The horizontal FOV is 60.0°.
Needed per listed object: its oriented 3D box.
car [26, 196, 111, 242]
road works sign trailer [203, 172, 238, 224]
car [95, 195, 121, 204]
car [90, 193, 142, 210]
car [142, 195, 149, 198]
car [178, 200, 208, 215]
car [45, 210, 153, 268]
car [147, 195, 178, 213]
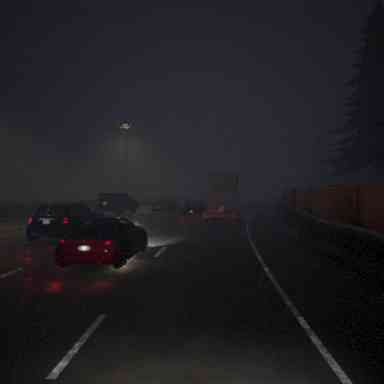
[{"bbox_3d":[-5.837,1.274,15.976,2.097,1.767,4.553,0,0,6],"label":"car"},{"bbox_3d":[2.132,0.367,24.185,2.380,3.560,2.880,0,0,12],"label":"road works sign trailer"},{"bbox_3d":[-14.283,1.239,56.686,1.837,1.490,4.892,0,1,20],"label":"car"},{"bbox_3d":[-6.937,1.078,31.164,2.150,2.045,5.566,0,0,12],"label":"car"},{"bbox_3d":[-8.652,1.252,61.569,1.812,1.442,4.674,0,0,22],"label":"car"},{"bbox_3d":[0.439,1.468,32.117,1.895,1.301,4.718,0,0,13],"label":"car"},{"bbox_3d":[-2.807,1.512,11.155,1.994,1.385,4.181,0,0,5],"label":"car"},{"bbox_3d":[-2.630,1.330,34.222,1.882,1.535,5.008,0,0,13],"label":"car"}]
